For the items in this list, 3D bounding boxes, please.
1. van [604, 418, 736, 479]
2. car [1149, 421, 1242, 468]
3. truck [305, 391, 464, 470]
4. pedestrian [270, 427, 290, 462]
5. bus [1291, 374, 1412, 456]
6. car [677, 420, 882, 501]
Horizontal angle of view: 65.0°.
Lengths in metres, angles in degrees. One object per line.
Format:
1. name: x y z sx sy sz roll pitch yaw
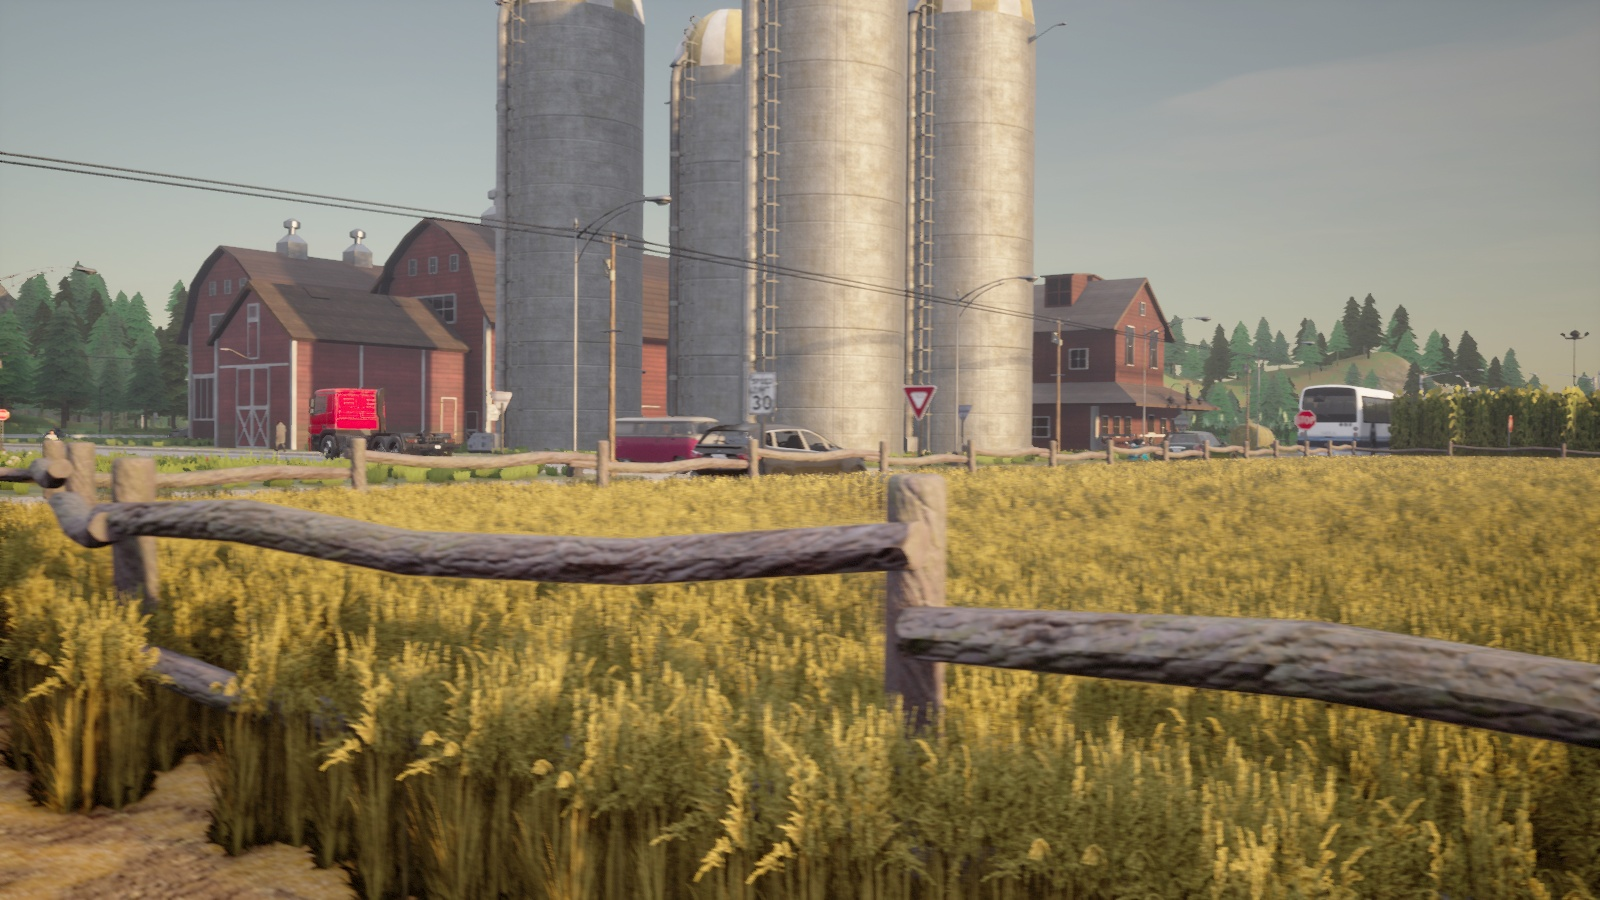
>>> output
1. van: -4.482 -0.063 43.080 4.442 1.987 1.775 0 1 36
2. car: 15.727 -0.233 49.790 2.097 1.767 4.553 0 1 37
3. truck: -19.318 -0.870 58.174 7.936 3.462 2.891 0 1 36
4. pedestrian: -28.825 -0.302 69.596 0.873 1.952 0.659 0 1 36
5. bus: 30.902 -1.881 70.031 3.944 4.253 10.273 0 1 37
6. car: -0.368 0.188 28.320 2.242 1.667 4.611 0 0 37
